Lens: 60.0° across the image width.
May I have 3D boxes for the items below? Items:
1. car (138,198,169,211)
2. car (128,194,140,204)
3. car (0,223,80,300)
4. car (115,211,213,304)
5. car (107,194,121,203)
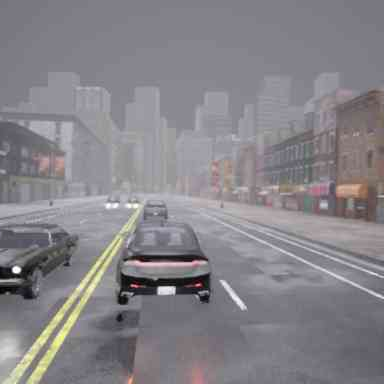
[{"bbox_3d":[-2.873,1.361,26.218,2.128,1.511,4.902,1,0,-7],"label":"car"},{"bbox_3d":[-9.836,1.172,56.375,2.128,1.511,4.902,1,0,-7],"label":"car"},{"bbox_3d":[-4.201,1.489,8.165,1.895,1.301,4.718,1,0,-7],"label":"car"},{"bbox_3d":[-0.714,1.452,8.067,2.128,1.511,4.902,1,0,-7],"label":"car"},{"bbox_3d":[-13.020,1.108,55.606,2.128,1.511,4.902,1,0,-7],"label":"car"}]
